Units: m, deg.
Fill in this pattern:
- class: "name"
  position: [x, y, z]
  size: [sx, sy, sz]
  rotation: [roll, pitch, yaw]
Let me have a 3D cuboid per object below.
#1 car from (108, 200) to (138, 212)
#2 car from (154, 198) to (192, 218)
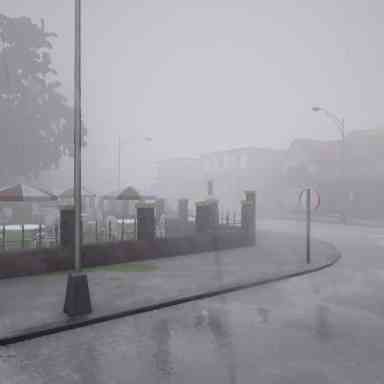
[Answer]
- class: "car"
  position: [-8.168, 1.221, 38.948]
  size: [2.150, 2.045, 5.566]
  rotation: [0, 0, -35]
- class: "car"
  position: [-1.965, 1.352, 30.252]
  size: [2.097, 1.767, 4.553]
  rotation: [0, 0, -36]
